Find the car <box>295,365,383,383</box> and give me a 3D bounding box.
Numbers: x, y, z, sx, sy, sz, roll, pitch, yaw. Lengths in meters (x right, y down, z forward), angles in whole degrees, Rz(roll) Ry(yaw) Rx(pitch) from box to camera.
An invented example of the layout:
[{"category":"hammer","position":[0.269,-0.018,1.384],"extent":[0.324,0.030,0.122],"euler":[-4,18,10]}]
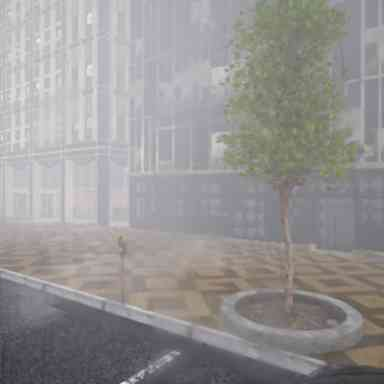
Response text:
[{"category":"car","position":[2.276,1.574,1.254],"extent":[4.313,1.339,1.947],"euler":[0,0,35]}]
